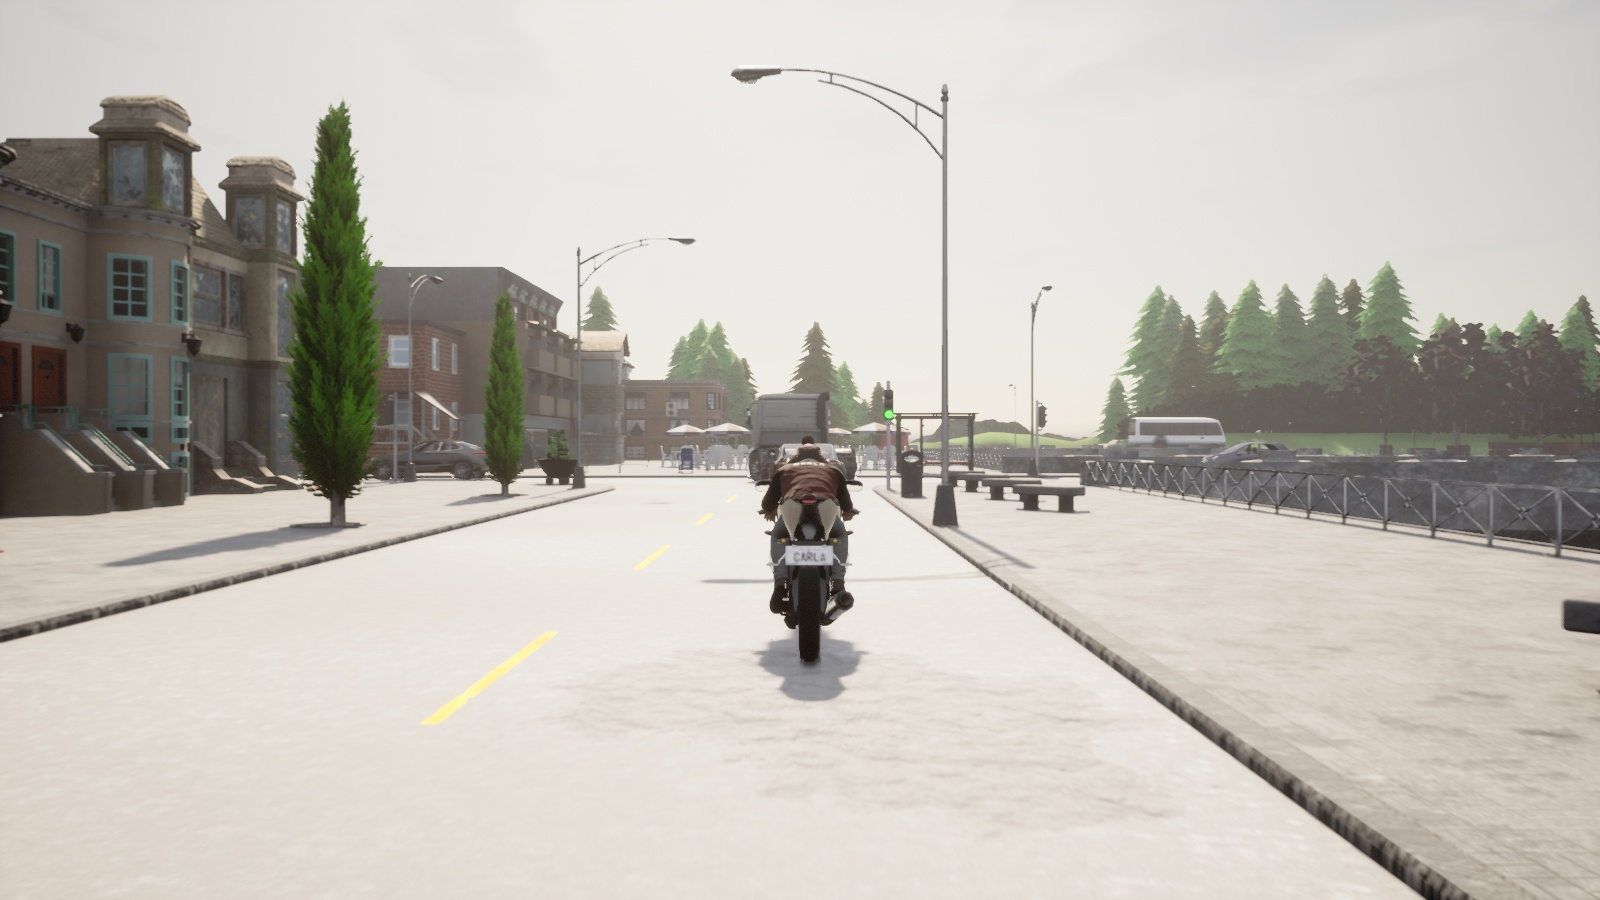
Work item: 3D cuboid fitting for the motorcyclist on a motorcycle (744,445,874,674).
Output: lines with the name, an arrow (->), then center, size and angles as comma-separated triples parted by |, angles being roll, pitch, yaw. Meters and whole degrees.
motorcyclist on a motorcycle -> 0.068, 0.728, 9.504 | 0.866, 1.530, 2.191 | 0, 0, 0

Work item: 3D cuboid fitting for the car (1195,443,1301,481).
car -> 18.221, 0.486, 51.197 | 3.633, 1.501, 1.845 | 0, 0, 0

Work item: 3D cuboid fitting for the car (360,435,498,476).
car -> -15.137, 0.223, 51.420 | 5.027, 1.651, 2.152 | 0, 0, 1

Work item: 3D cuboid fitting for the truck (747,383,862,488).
truck -> 0.000, -0.492, 45.535 | 2.891, 3.462, 7.936 | 0, 0, -9

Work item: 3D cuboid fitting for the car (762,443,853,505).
car -> 0.196, 0.563, 32.532 | 2.163, 1.488, 4.792 | 0, 0, 0
